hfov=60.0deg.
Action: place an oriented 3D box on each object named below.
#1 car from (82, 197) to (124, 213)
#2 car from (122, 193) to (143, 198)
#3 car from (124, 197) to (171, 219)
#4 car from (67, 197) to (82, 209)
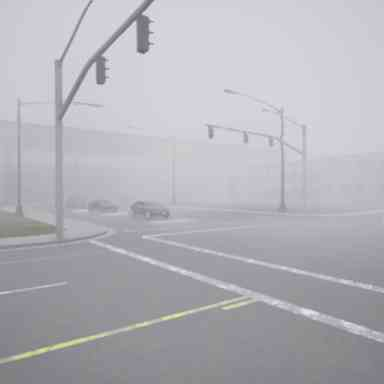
[{"bbox_3d":[-9.785,1.469,36.301,2.033,1.411,5.357,0,0,-37],"label":"car"},{"bbox_3d":[-13.086,1.369,68.768,2.033,1.411,5.357,0,0,30],"label":"car"},{"bbox_3d":[-3.614,1.429,28.003,1.837,1.490,4.892,0,0,-36],"label":"car"},{"bbox_3d":[-15.642,1.408,44.935,2.128,1.511,4.902,0,0,-30],"label":"car"}]
